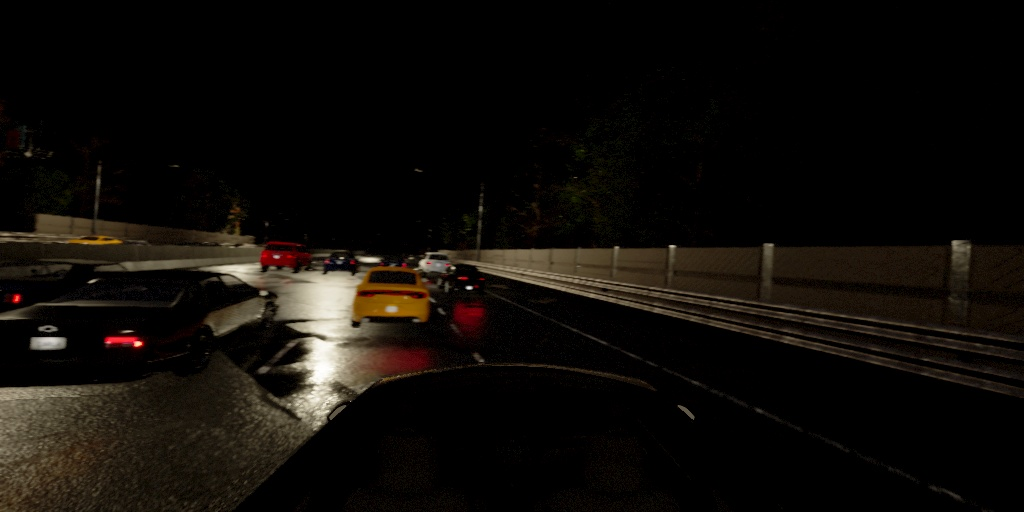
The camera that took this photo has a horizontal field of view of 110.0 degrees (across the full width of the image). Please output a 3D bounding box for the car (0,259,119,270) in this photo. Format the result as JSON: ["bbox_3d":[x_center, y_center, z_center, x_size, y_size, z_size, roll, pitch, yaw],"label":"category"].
[{"bbox_3d":[-10.154,0.722,8.368,1.895,1.301,4.718,4,0,-18],"label":"car"}]

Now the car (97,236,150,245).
[{"bbox_3d":[-37.689,-0.906,35.458,1.895,1.301,4.718,4,0,-18],"label":"car"}]

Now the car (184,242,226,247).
[{"bbox_3d":[-30.707,-0.533,36.590,1.837,1.490,4.892,4,0,-18],"label":"car"}]

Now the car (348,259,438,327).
[{"bbox_3d":[-3.569,1.052,10.725,1.882,1.535,5.008,4,0,-18],"label":"car"}]

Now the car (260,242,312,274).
[{"bbox_3d":[-15.691,0.095,25.175,2.150,2.045,5.566,4,0,-18],"label":"car"}]

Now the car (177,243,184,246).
[{"bbox_3d":[-35.439,-0.821,39.831,1.837,1.490,4.892,4,0,-18],"label":"car"}]

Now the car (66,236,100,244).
[{"bbox_3d":[-41.418,-1.275,35.680,1.882,1.535,5.008,4,0,-18],"label":"car"}]

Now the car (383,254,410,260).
[{"bbox_3d":[-9.199,0.675,27.770,2.097,1.767,4.553,4,0,-18],"label":"car"}]

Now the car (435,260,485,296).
[{"bbox_3d":[-2.737,1.192,19.004,1.837,1.490,4.892,4,0,-18],"label":"car"}]

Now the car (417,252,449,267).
[{"bbox_3d":[-6.699,0.732,31.050,2.150,2.045,5.566,4,0,-18],"label":"car"}]

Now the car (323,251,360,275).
[{"bbox_3d":[-12.514,0.447,26.673,2.097,1.767,4.553,4,0,-18],"label":"car"}]

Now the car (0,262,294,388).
[{"bbox_3d":[-5.770,0.945,6.238,2.033,1.411,5.357,4,0,-18],"label":"car"}]
